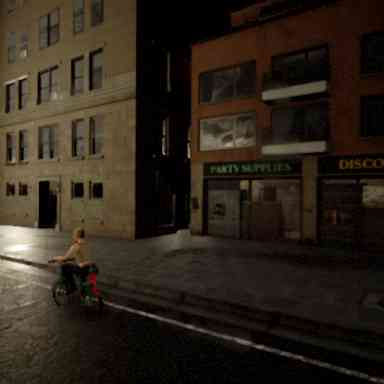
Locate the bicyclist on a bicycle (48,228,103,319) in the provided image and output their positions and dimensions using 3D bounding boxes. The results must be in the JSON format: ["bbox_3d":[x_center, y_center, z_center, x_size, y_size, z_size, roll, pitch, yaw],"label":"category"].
[{"bbox_3d":[-2.168,1.466,6.224,1.509,1.612,0.866,-1,0,36],"label":"bicyclist on a bicycle"}]
